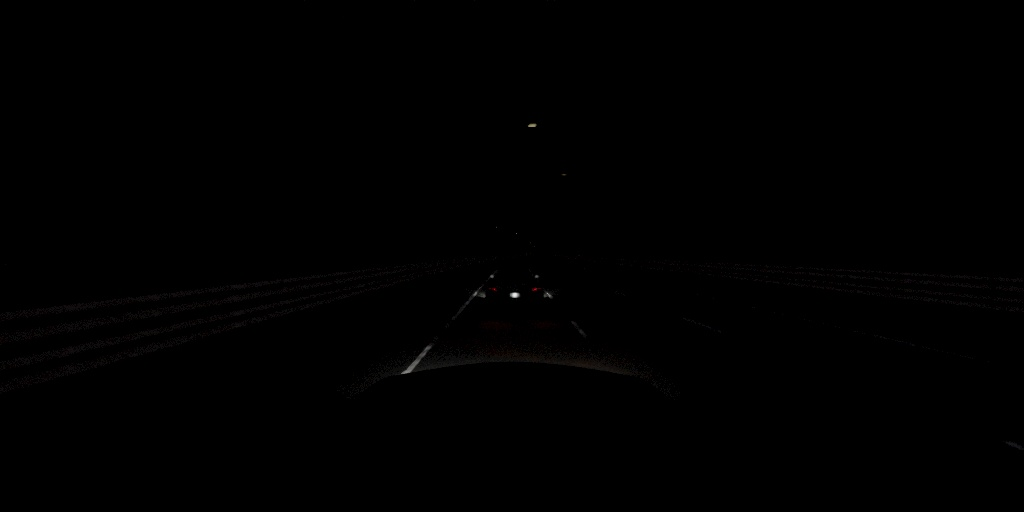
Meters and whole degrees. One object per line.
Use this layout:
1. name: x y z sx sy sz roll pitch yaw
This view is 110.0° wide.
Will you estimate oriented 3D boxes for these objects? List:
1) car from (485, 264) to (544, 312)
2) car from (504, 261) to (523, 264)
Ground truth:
1. car: 0.089 1.176 13.335 1.994 1.385 4.181 0 1 0
2. car: 0.140 1.042 30.144 1.895 1.301 4.718 0 1 1
